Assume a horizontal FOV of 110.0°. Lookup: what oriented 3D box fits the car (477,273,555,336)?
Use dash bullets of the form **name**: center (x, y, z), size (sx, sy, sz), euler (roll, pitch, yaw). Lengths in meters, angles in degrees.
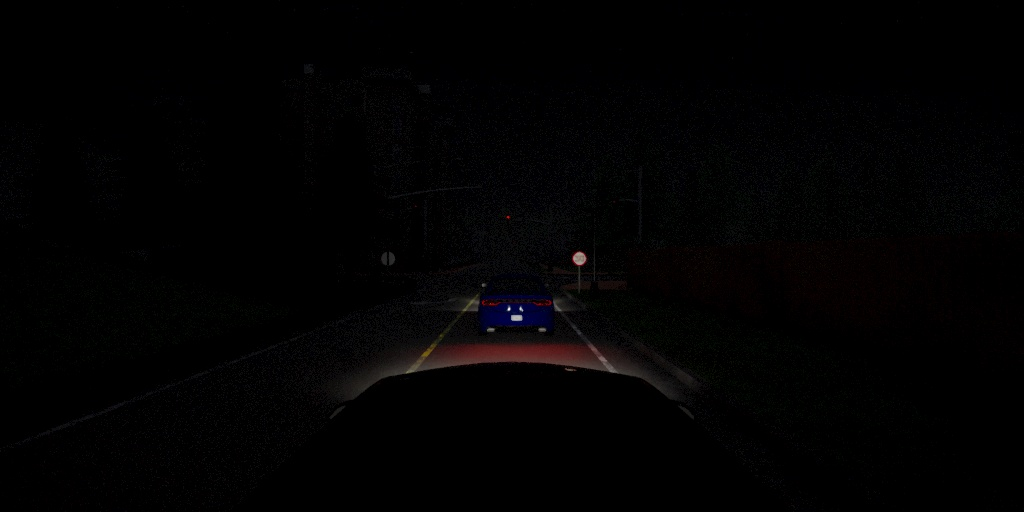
- **car**: center (0.100, 1.228, 10.458), size (1.882, 1.535, 5.008), euler (0, 0, 0)
